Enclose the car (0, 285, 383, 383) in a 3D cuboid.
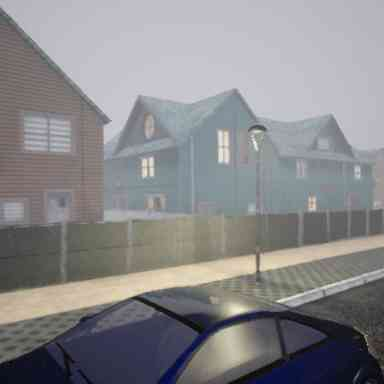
[{"bbox_3d":[-0.154,1.620,2.796,4.181,1.385,1.994,1,-1,-38],"label":"car"}]
